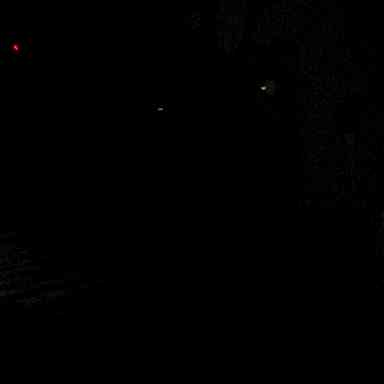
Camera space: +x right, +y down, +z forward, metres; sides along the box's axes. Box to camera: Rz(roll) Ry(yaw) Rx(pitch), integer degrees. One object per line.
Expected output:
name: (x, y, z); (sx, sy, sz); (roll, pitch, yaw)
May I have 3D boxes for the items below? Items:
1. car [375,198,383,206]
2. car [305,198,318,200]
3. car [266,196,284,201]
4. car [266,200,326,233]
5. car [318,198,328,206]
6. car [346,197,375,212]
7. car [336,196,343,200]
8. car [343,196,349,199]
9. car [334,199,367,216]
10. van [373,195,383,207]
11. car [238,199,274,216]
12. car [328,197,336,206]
car: (31.871, 1.624, 55.380); (1.947, 1.339, 4.313); (-1, 0, 36)
car: (15.697, 1.628, 46.667); (1.752, 1.417, 4.829); (-1, 0, 36)
car: (9.417, 1.415, 37.956); (2.192, 1.841, 5.009); (0, 0, 36)
car: (6.358, 1.491, 19.989); (1.967, 1.590, 4.097); (0, 0, 36)
car: (18.986, 1.657, 51.229); (2.008, 1.369, 4.403); (-1, 0, 36)
car: (19.213, 1.571, 37.822); (1.752, 1.417, 4.829); (-1, 0, 36)
car: (25.364, 1.553, 60.078); (1.967, 1.590, 4.097); (-1, 0, 36)
car: (31.743, 1.560, 68.928); (1.967, 1.590, 4.097); (-1, 0, 36)
car: (15.925, 1.627, 33.260); (1.802, 1.307, 4.206); (-1, 0, 36)
van: (28.680, 1.396, 50.957); (1.690, 1.788, 3.998); (-1, 0, 36)
car: (6.229, 1.666, 33.531); (1.947, 1.339, 4.313); (0, 0, 36)
car: (22.175, 1.654, 55.654); (1.887, 1.381, 4.507); (-1, 0, 36)
